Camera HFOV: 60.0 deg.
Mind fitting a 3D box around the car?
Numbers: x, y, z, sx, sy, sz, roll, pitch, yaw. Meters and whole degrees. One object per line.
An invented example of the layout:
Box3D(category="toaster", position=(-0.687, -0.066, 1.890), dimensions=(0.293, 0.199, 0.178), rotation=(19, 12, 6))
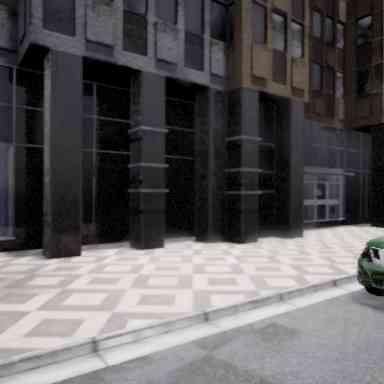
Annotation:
Box3D(category="car", position=(6.166, 1.321, 7.773), dimensions=(5.566, 2.045, 2.150), rotation=(1, 0, -35))
